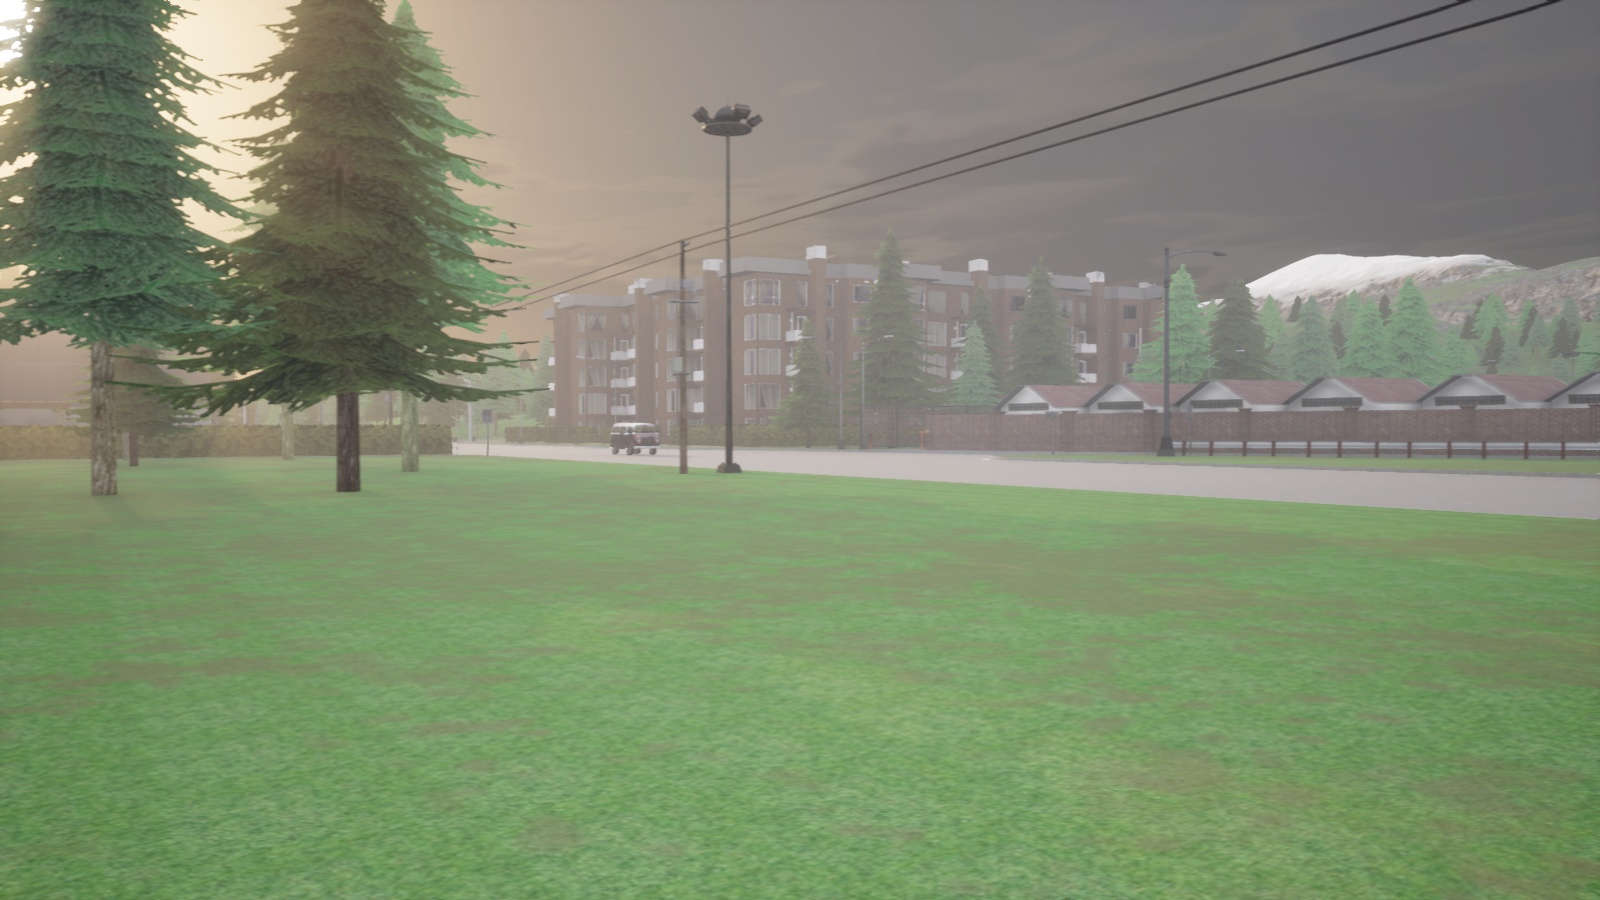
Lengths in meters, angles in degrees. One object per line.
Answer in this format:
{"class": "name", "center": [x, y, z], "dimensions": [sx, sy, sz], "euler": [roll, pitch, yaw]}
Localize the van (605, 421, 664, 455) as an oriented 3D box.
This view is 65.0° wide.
{"class": "van", "center": [-10.341, -0.768, 78.187], "dimensions": [2.069, 2.038, 4.480], "euler": [0, 1, -30]}
